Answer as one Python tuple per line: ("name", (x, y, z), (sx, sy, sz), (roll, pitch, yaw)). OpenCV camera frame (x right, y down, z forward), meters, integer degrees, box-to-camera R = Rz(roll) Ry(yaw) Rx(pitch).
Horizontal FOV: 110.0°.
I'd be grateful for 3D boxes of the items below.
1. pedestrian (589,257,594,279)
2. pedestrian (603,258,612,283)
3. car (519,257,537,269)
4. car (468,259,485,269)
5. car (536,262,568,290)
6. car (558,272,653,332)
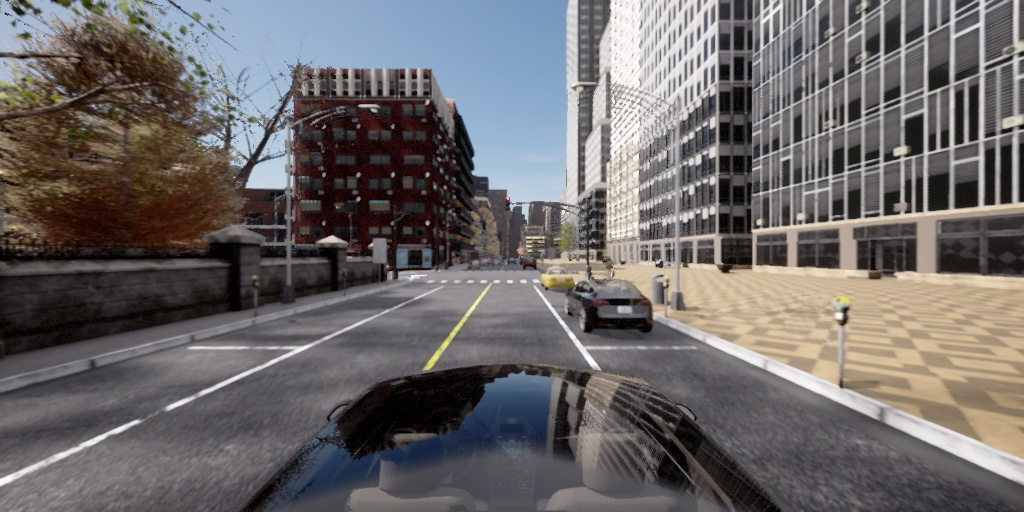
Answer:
("pedestrian", (5.948, 0.884, 27.744), (0.375, 1.860, 0.375), (0, 0, 0))
("pedestrian", (7.128, 1.026, 26.544), (0.375, 1.860, 0.375), (0, 0, 0))
("car", (2.674, 1.064, 54.275), (2.192, 1.841, 5.009), (0, 0, 0))
("car", (-5.706, 1.299, 54.273), (2.007, 1.370, 4.403), (0, 0, 0))
("car", (2.683, 1.268, 22.033), (1.751, 1.417, 4.829), (0, 0, 0))
("car", (2.686, 1.311, 10.598), (1.948, 1.339, 4.313), (0, 0, 0))
